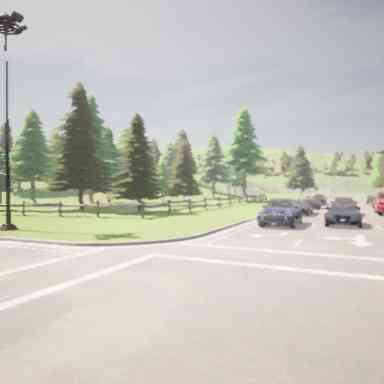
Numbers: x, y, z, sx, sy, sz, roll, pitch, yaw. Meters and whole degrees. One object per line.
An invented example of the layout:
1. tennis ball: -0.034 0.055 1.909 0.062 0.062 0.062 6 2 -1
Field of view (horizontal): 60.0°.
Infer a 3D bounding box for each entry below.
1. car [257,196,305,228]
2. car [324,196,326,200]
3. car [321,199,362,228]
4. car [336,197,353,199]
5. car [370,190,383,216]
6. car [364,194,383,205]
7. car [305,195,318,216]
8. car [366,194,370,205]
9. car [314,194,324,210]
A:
1. car: 5.508 1.183 20.651 2.097 1.767 4.553 0 0 25
2. car: 17.755 1.068 46.727 1.837 1.490 4.892 0 0 25
3. car: 9.215 1.355 20.315 1.994 1.385 4.181 0 0 25
4. car: 13.005 1.186 28.452 1.882 1.535 5.008 0 0 25
5. car: 16.629 0.892 27.952 2.150 2.045 5.566 -1 0 25
6. car: 25.605 1.023 46.948 2.033 1.411 5.357 0 0 25
7. car: 9.503 1.291 29.226 2.033 1.411 5.357 0 0 25
8. car: 21.026 1.122 37.313 2.033 1.411 5.357 0 0 25
9. car: 13.417 1.222 37.594 1.994 1.385 4.181 -1 0 25
